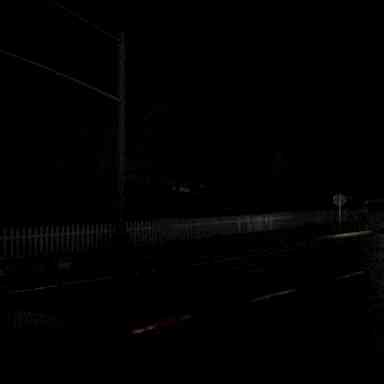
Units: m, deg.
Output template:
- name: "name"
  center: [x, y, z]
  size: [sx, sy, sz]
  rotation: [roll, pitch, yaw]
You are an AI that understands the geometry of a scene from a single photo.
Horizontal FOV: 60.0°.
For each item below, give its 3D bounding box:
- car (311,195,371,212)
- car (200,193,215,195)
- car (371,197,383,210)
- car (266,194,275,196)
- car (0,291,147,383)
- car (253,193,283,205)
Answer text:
- name: "car"
  center: [17.323, 1.325, 38.926]
  size: [2.150, 2.045, 5.566]
  rotation: [0, 0, -37]
- name: "car"
  center: [3.255, 0.780, 57.593]
  size: [1.837, 1.490, 4.892]
  rotation: [0, 4, -37]
- name: "car"
  center: [24.263, 1.476, 41.362]
  size: [2.097, 1.767, 4.553]
  rotation: [0, 0, -37]
- name: "car"
  center: [11.221, 1.228, 46.989]
  size: [2.150, 2.045, 5.566]
  rotation: [0, 2, -37]
- name: "car"
  center: [-2.555, 1.523, 2.156]
  size: [4.674, 1.442, 1.812]
  rotation: [0, 0, -36]
- name: "car"
  center: [12.873, 1.112, 56.428]
  size: [2.097, 1.767, 4.553]
  rotation: [0, 3, -37]
